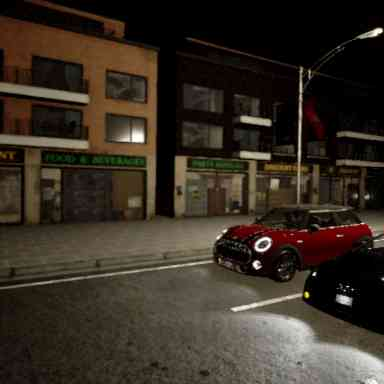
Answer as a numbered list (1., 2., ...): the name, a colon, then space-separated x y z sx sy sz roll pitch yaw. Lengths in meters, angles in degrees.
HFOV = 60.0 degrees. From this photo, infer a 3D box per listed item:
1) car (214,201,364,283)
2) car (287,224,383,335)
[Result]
1. car: 2.828 1.147 9.086 4.553 1.767 2.097 0 2 -30
2. car: 4.030 1.452 6.035 4.181 1.385 1.994 0 2 -30
